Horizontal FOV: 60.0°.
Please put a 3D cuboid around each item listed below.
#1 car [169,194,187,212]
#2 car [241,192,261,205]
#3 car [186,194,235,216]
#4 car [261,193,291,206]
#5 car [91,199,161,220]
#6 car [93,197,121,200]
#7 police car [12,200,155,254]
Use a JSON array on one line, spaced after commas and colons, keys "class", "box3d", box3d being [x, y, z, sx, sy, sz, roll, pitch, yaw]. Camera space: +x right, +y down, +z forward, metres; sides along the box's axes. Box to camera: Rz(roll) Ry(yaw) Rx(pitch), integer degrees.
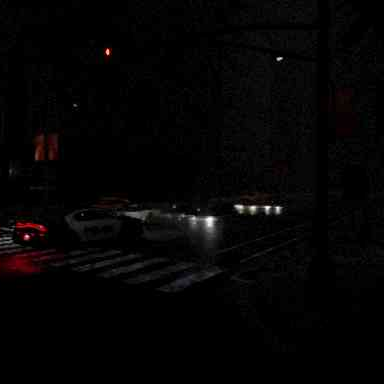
[{"class": "car", "box3d": [-0.081, 0.958, 29.914, 2.128, 1.511, 4.902, 1, 1, 35]}, {"class": "car", "box3d": [7.764, 0.746, 41.194, 1.882, 1.535, 5.008, 1, 1, 35]}, {"class": "car", "box3d": [1.831, 1.040, 26.946, 1.812, 1.442, 4.674, 1, 1, 34]}, {"class": "car", "box3d": [10.103, 0.866, 38.873, 1.994, 1.385, 4.181, 1, 1, 35]}, {"class": "car", "box3d": [-3.908, 1.267, 18.670, 1.895, 1.301, 4.718, 1, 1, 34]}, {"class": "car", "box3d": [-5.746, 1.095, 21.748, 1.882, 1.535, 5.008, 1, 1, 34]}, {"class": "police car", "box3d": [-3.964, 1.275, 12.738, 2.038, 1.542, 4.974, 1, 1, 35]}]
